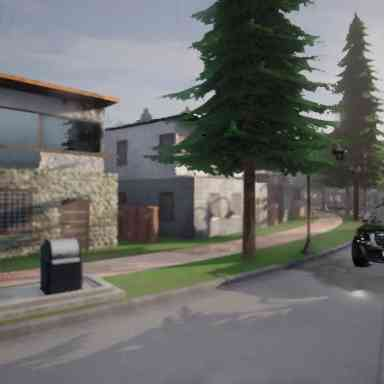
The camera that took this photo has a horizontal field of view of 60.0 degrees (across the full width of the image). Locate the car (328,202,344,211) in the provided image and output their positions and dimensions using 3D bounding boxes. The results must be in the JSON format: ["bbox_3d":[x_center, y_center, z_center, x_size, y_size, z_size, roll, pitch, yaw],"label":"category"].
[{"bbox_3d":[22.213,2.193,49.948,1.895,1.301,4.718,0,0,0],"label":"car"}]

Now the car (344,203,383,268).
[{"bbox_3d":[7.181,1.370,11.152,2.150,2.045,5.566,0,-1,41],"label":"car"}]
